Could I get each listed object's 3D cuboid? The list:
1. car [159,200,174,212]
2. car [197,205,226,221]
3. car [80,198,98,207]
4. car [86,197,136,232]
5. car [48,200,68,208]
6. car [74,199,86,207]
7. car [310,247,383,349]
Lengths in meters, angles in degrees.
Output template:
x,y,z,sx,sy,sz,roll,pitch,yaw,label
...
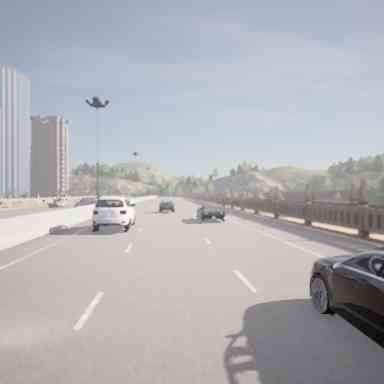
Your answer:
x,y,z,sx,sy,sz,roll,pitch,yaw,label
-3.191,1.691,41.865,2.128,1.511,4.902,0,0,-5,car
1.511,1.718,28.181,1.895,1.301,4.718,0,0,-5,car
-19.106,1.860,61.925,2.128,1.511,4.902,0,0,-4,car
-4.937,1.340,21.482,2.150,2.045,5.566,0,0,-5,car
-22.000,1.944,54.539,1.895,1.301,4.718,0,0,-4,car
-14.064,1.750,43.638,2.128,1.511,4.902,0,0,-5,car
3.312,1.498,4.725,2.128,1.511,4.902,0,0,-2,car
